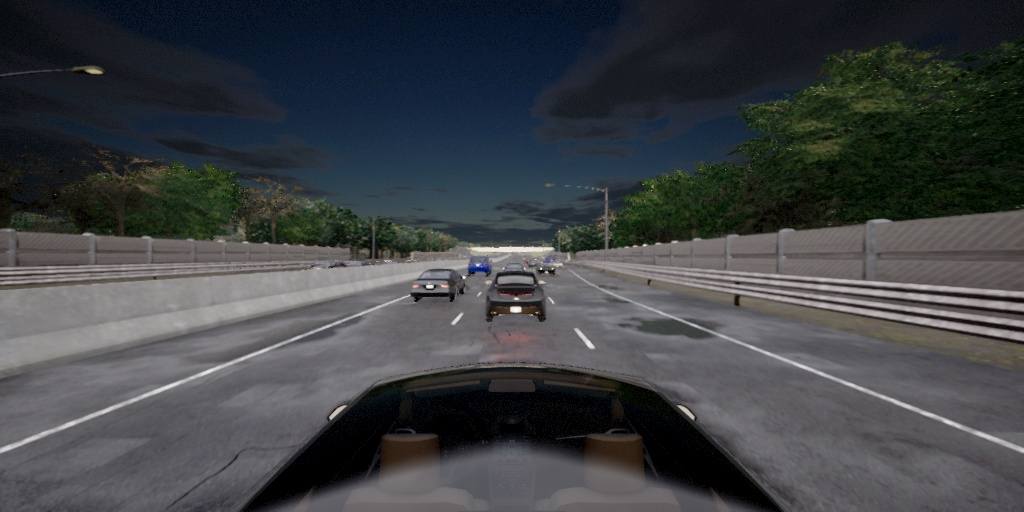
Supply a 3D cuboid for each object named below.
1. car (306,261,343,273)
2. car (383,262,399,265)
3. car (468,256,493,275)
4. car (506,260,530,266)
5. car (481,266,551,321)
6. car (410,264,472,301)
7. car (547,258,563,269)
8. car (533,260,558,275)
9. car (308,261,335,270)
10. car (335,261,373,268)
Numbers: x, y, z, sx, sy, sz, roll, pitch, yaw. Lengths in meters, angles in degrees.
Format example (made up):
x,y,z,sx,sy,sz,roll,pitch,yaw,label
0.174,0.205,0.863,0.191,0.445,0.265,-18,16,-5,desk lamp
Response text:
x,y,z,sx,sy,sz,roll,pitch,yaw,label
-23.649,1.340,45.453,2.033,1.411,5.357,0,0,-3,car
-13.912,1.351,41.837,1.994,1.385,4.181,0,0,1,car
-3.265,1.002,37.137,2.150,2.045,5.566,0,0,0,car
0.194,1.322,30.860,2.033,1.411,5.357,0,0,0,car
0.116,1.263,12.519,1.837,1.490,4.892,0,0,0,car
-3.377,1.310,17.238,2.033,1.411,5.357,0,0,0,car
7.255,1.428,59.042,1.895,1.301,4.718,0,0,2,car
3.654,1.382,39.745,1.895,1.301,4.718,0,0,0,car
-20.919,1.277,41.326,2.128,1.511,4.902,0,0,1,car
-17.431,1.332,40.637,2.033,1.411,5.357,0,0,1,car
